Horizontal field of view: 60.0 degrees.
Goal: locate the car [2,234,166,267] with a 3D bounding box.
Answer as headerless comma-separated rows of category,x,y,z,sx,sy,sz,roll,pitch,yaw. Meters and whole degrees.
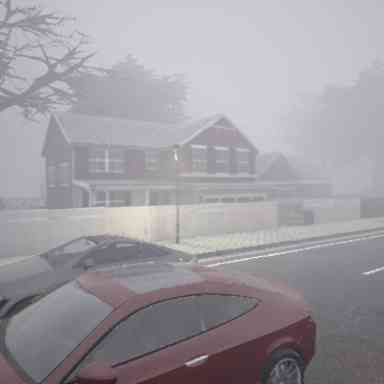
car,-1.848,1.547,6.361,4.181,1.385,1.994,-1,0,-36

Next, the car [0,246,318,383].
car,-0.681,1.516,3.201,4.674,1.442,1.812,-1,0,-36
